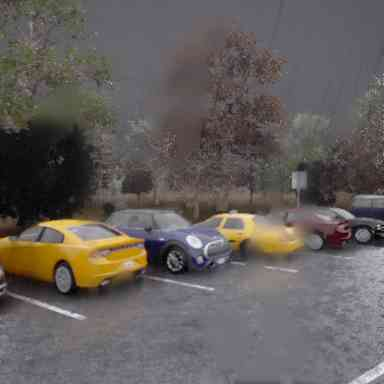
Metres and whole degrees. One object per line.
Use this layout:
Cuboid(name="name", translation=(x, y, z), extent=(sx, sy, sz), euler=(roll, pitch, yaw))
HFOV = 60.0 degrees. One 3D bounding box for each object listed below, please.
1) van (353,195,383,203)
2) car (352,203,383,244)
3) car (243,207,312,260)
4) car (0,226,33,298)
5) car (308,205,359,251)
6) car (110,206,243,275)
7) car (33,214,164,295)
Cuboid(name="van", translation=(11.161, 1.177, 18.926), extent=(4.442, 1.987, 1.878), euler=(-1, 0, 36))
Cuboid(name="car", translation=(6.339, 1.427, 15.541), extent=(5.008, 1.535, 2.097), euler=(-1, -1, 36))
Cuboid(name="car", translation=(1.290, 1.454, 12.270), extent=(5.366, 1.575, 1.946), euler=(-1, 0, 35))
Cuboid(name="car", translation=(-5.857, 1.488, 7.050), extent=(4.892, 1.521, 2.231), euler=(-1, -1, 34))
Cuboid(name="car", translation=(3.891, 1.441, 13.845), extent=(5.008, 1.535, 2.097), euler=(-1, 0, 35))
Cuboid(name="car", translation=(-1.017, 1.343, 10.488), extent=(4.553, 1.767, 2.185), euler=(-1, -1, 35))
Cuboid(name="car", translation=(-3.425, 1.480, 8.755), extent=(5.008, 1.535, 2.097), euler=(-1, 0, 35))
